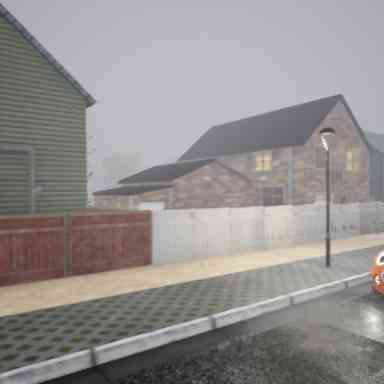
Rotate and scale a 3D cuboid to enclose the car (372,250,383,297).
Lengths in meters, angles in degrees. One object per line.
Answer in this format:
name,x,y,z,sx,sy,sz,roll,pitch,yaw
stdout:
car,5.932,1.357,7.287,4.553,1.767,2.097,0,0,-35
